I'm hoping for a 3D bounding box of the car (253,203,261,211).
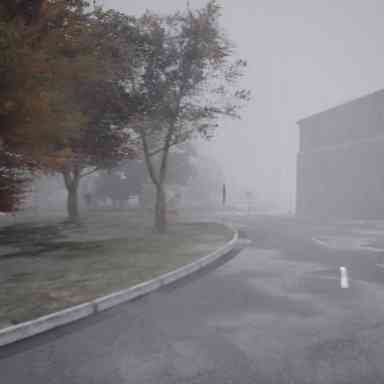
[{"bbox_3d":[12.066,3.157,74.903,5.566,2.045,2.435,0,-2,20],"label":"car"}]

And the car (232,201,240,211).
[{"bbox_3d":[6.324,2.852,68.087,5.566,2.045,2.435,0,-2,20],"label":"car"}]

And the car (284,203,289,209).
[{"bbox_3d":[21.801,3.719,86.110,5.008,1.535,2.097,0,-1,21],"label":"car"}]

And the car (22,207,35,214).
[{"bbox_3d":[-25.676,2.658,49.834,4.902,1.511,2.128,-4,-5,27],"label":"car"}]

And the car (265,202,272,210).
[{"bbox_3d":[15.882,3.592,79.417,4.792,1.488,2.163,0,-1,21],"label":"car"}]

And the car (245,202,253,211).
[{"bbox_3d":[9.928,3.311,72.689,5.366,1.575,1.946,0,-2,20],"label":"car"}]

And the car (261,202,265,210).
[{"bbox_3d":[13.998,3.365,77.152,4.553,1.767,2.185,0,-1,20],"label":"car"}]

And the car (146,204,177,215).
[{"bbox_3d":[-3.850,2.177,41.899,4.181,1.385,1.994,-3,-4,37],"label":"car"}]

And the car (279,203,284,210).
[{"bbox_3d":[19.823,3.679,83.896,4.892,1.521,2.231,0,-2,21],"label":"car"}]

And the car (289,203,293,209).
[{"bbox_3d":[23.751,3.630,88.348,4.553,1.767,2.185,0,-1,22],"label":"car"}]

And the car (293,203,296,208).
[{"bbox_3d":[25.590,3.788,90.608,5.366,1.575,1.946,0,-1,22],"label":"car"}]

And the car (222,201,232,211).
[{"bbox_3d":[4.370,2.742,65.810,5.566,2.045,2.435,0,-2,19],"label":"car"}]

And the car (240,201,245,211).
[{"bbox_3d":[8.168,3.086,70.377,4.553,1.767,2.185,0,-2,20],"label":"car"}]

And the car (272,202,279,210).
[{"bbox_3d":[17.838,3.374,81.665,5.566,2.045,2.435,0,-1,21],"label":"car"}]

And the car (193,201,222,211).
[{"bbox_3d":[2.509,2.885,63.498,4.892,1.521,2.231,0,-2,19],"label":"car"}]
